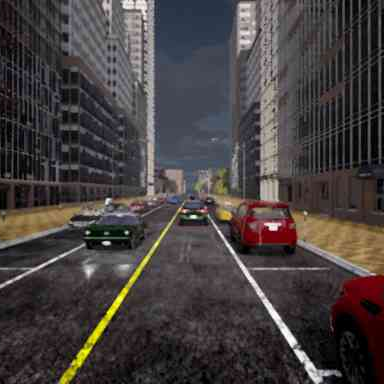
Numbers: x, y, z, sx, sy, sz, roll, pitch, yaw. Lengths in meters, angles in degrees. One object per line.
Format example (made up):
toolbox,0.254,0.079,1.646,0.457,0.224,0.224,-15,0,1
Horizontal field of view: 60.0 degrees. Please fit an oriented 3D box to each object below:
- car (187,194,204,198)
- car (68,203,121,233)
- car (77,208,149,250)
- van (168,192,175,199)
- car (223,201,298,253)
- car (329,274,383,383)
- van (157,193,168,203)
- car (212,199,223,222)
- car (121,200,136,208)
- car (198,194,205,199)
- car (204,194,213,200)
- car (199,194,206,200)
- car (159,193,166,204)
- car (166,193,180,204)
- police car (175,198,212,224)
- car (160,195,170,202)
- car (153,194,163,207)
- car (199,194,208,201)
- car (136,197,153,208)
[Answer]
car,0.097,1.301,41.476,2.033,1.649,4.856,0,0,0
car,-5.690,1.495,19.130,2.008,1.369,4.403,0,0,0
car,-3.103,1.560,14.306,1.895,1.301,4.718,0,0,0
van,-5.702,1.017,93.128,1.690,1.788,3.998,0,0,0
car,2.692,1.277,13.427,2.192,1.841,5.009,0,0,0
car,2.694,1.309,2.042,2.192,1.841,5.009,0,0,0
van,-5.697,1.128,64.667,1.690,1.788,3.998,0,0,0
car,2.689,1.451,24.980,1.752,1.417,4.829,0,0,0
car,-5.692,1.493,24.822,1.947,1.339,4.313,0,0,0
car,2.678,1.200,93.285,1.752,1.417,4.829,0,0,0
car,2.684,1.395,53.272,1.947,1.339,4.313,0,0,0
car,2.678,1.281,87.423,1.802,1.307,4.206,0,0,0
car,-5.697,1.353,58.975,1.887,1.381,4.507,0,0,0
car,-3.010,1.335,57.836,1.882,1.535,5.008,0,0,0
police car,0.095,1.432,23.852,2.038,1.542,4.974,0,0,0
car,-5.699,1.348,70.360,1.802,1.307,4.206,0,0,0
car,-5.696,1.400,47.591,2.008,1.369,4.403,0,0,0
car,2.681,1.184,76.038,1.967,1.590,4.097,0,0,0
car,-5.693,1.471,36.205,1.802,1.307,4.206,0,0,0
